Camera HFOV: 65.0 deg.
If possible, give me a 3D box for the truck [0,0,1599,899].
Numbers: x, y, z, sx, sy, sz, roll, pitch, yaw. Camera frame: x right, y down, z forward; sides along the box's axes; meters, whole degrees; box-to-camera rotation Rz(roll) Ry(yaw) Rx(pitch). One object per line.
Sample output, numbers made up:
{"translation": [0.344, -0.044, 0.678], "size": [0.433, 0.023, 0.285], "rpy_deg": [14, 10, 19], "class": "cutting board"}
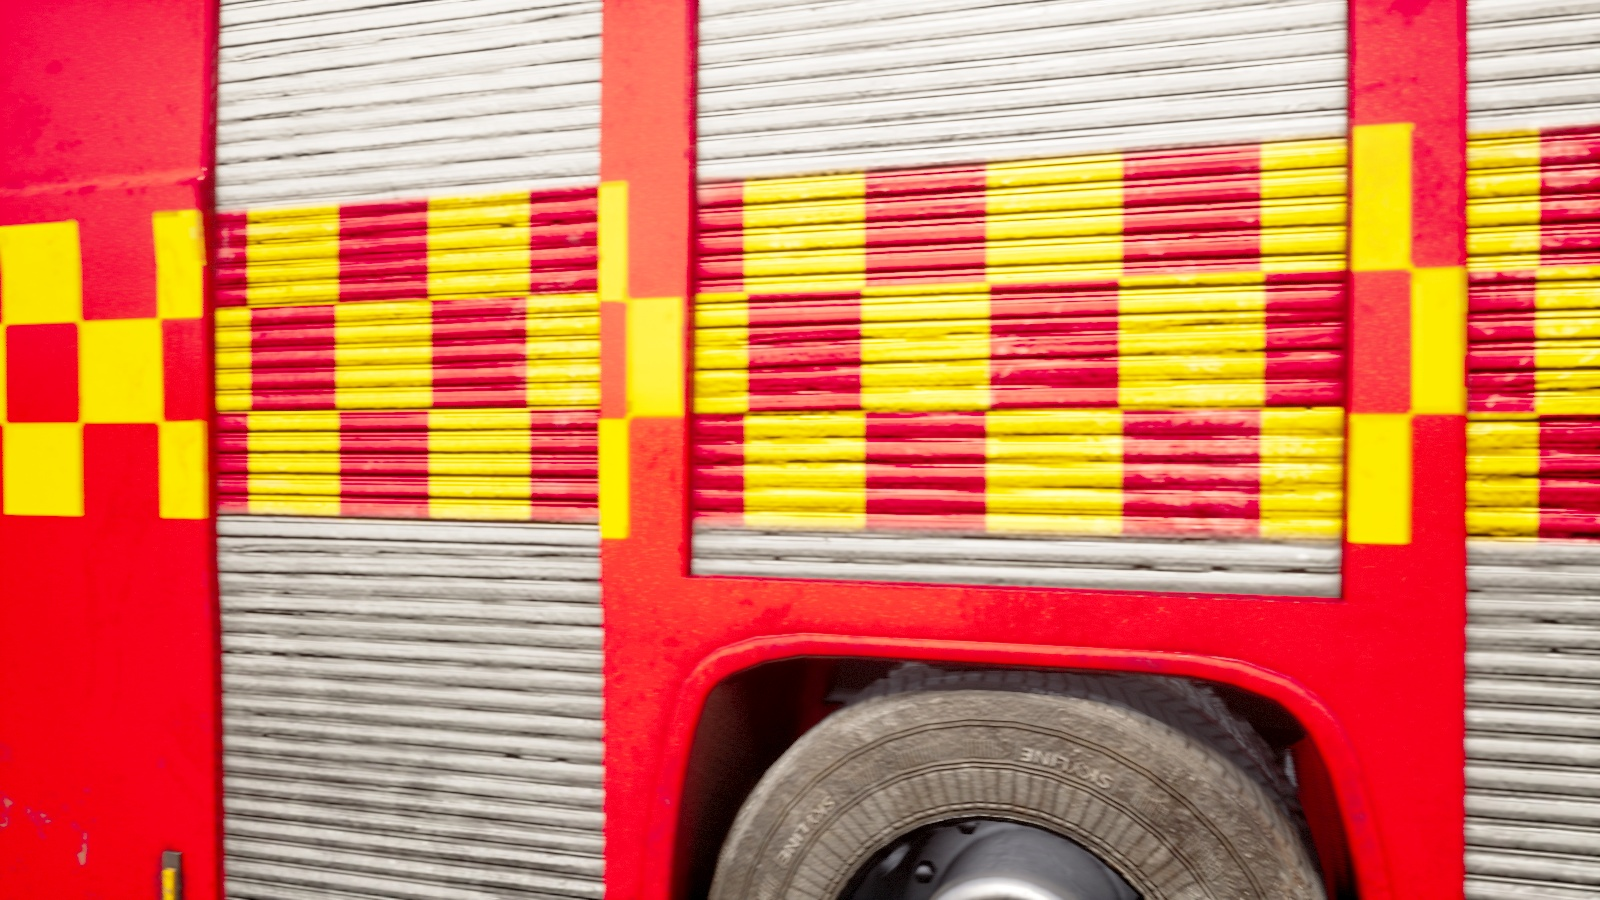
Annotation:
{"translation": [-1.813, -0.414, 4.296], "size": [8.468, 3.827, 2.891], "rpy_deg": [1, 1, 18], "class": "truck"}
